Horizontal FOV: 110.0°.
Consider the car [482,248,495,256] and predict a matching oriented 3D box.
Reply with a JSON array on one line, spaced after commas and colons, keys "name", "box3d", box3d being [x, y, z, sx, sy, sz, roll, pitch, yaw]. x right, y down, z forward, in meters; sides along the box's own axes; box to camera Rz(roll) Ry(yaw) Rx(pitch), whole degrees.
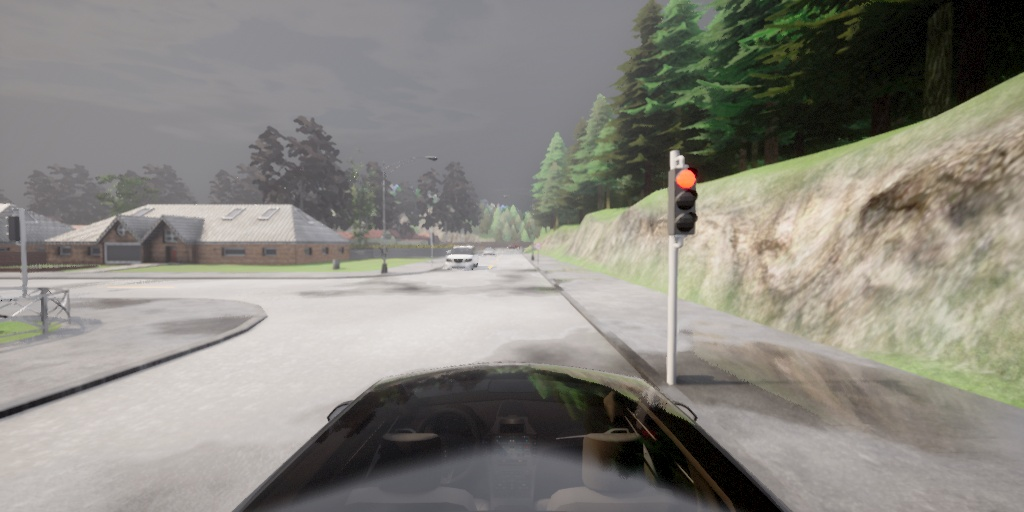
[{"name": "car", "box3d": [-4.000, -0.687, 62.481, 1.812, 1.442, 4.674, 0, 3, 0]}]

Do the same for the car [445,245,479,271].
[{"name": "car", "box3d": [-3.999, 0.176, 29.391, 2.150, 2.045, 5.566, 0, 3, 0]}]
